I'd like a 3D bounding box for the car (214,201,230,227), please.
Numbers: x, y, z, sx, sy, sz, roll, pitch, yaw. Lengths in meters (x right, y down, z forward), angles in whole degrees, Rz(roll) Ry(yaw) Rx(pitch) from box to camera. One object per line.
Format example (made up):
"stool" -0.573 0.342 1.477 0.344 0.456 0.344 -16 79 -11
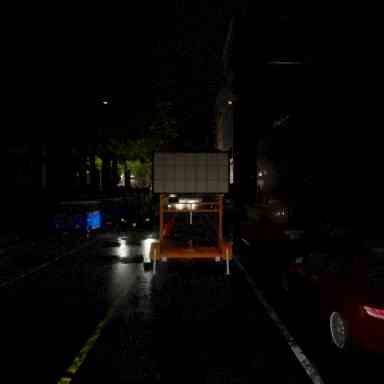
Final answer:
"car" 2.790 1.533 22.809 1.887 1.381 4.507 0 0 0

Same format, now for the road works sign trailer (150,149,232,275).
"road works sign trailer" -0.029 0.461 10.433 2.380 3.560 2.880 0 0 0

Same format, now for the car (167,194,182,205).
"car" -3.168 1.485 56.850 2.033 1.411 5.357 0 0 0

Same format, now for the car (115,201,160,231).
"car" -3.158 1.516 20.518 1.812 1.442 4.674 0 0 0

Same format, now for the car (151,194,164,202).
"car" -5.836 1.252 56.705 2.192 1.841 5.009 0 0 0

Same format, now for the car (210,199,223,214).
"car" 2.773 1.564 28.469 1.802 1.307 4.206 0 0 0

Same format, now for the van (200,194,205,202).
"van" 2.688 1.278 56.771 1.690 1.788 3.998 0 0 0

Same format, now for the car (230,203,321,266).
"car" 2.822 1.311 11.488 2.192 1.841 5.009 0 0 0

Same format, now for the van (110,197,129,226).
"van" -5.737 1.329 22.758 1.690 1.788 3.998 0 0 0

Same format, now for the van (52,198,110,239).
"van" -5.719 1.334 17.100 1.690 1.788 3.998 0 0 0

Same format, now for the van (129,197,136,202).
"van" -5.753 1.323 28.416 1.690 1.788 3.998 0 0 0

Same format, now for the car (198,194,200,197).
"car" 2.672 1.491 62.432 1.947 1.339 4.313 0 0 0

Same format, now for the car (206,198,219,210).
"car" 2.756 1.557 34.130 1.802 1.307 4.206 0 0 0

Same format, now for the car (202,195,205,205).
"car" 2.722 1.503 45.451 1.887 1.381 4.507 0 0 0

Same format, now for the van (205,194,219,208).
"van" 2.738 1.308 39.790 1.690 1.788 3.998 0 0 0

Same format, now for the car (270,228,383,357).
"car" 2.840 1.581 5.827 1.802 1.307 4.206 0 0 0
